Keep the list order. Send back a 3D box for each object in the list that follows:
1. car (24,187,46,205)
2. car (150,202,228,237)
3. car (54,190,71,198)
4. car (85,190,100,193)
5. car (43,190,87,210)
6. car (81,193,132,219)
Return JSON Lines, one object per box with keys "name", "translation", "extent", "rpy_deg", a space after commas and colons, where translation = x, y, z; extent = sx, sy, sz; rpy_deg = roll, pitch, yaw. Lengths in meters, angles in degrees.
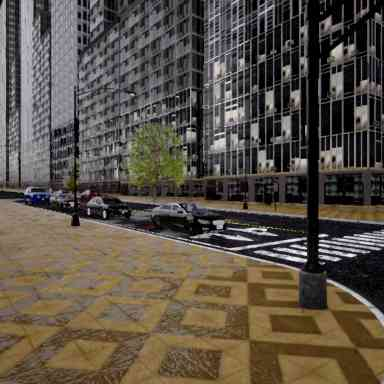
{"name": "car", "translation": [-18.866, 0.433, 40.572], "extent": [2.150, 2.045, 5.566], "rpy_deg": [0, 1, -38]}
{"name": "car", "translation": [-0.268, 1.257, 16.776], "extent": [2.128, 1.511, 4.902], "rpy_deg": [0, 1, -38]}
{"name": "car", "translation": [-25.299, 0.300, 64.873], "extent": [1.812, 1.442, 4.674], "rpy_deg": [0, 1, -38]}
{"name": "car", "translation": [-16.270, 0.398, 53.323], "extent": [2.097, 1.767, 4.553], "rpy_deg": [0, 1, -38]}
{"name": "car", "translation": [-12.347, 0.899, 32.167], "extent": [2.128, 1.511, 4.902], "rpy_deg": [0, 1, -38]}
{"name": "car", "translation": [-6.111, 1.097, 24.208], "extent": [1.837, 1.490, 4.892], "rpy_deg": [0, 1, -38]}
